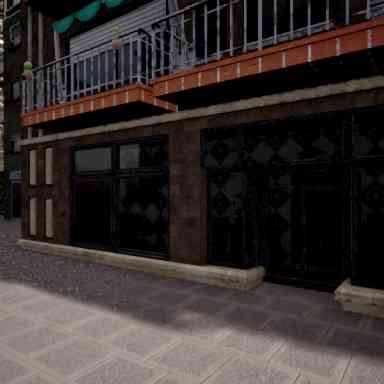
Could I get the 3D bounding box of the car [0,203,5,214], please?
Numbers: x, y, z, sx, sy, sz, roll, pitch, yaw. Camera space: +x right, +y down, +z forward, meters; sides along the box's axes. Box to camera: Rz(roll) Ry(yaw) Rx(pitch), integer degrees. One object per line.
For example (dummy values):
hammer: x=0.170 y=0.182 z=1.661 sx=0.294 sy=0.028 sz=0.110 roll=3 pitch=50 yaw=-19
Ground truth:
car: x=-19.409 y=1.320 z=30.057 sx=1.967 sy=1.590 sz=4.097 roll=0 pitch=1 yaw=36
